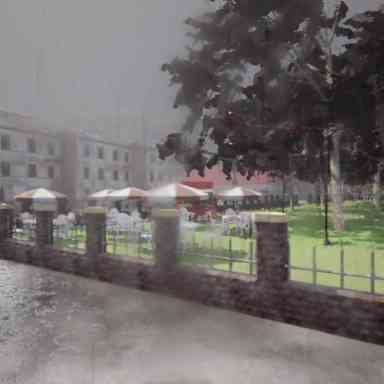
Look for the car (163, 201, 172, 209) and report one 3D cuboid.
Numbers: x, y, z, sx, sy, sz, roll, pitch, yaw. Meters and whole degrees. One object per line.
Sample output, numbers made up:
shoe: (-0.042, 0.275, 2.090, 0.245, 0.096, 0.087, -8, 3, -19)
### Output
car: (-1.860, 1.687, 46.870, 2.033, 1.411, 5.357, 0, 0, 36)
